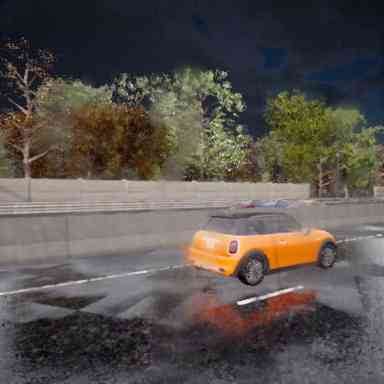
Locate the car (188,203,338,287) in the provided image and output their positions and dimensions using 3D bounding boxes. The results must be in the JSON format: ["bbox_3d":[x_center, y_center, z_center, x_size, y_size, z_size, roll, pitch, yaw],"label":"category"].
[{"bbox_3d":[2.195,1.350,9.614,4.553,1.767,2.097,0,0,-35],"label":"car"}]

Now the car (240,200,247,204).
[{"bbox_3d":[5.957,1.527,33.919,4.674,1.442,1.812,0,0,-35],"label":"car"}]

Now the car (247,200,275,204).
[{"bbox_3d":[7.640,1.526,30.824,4.674,1.442,1.812,0,0,-35],"label":"car"}]

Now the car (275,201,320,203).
[{"bbox_3d":[9.560,1.478,27.895,5.008,1.535,1.882,0,0,-35],"label":"car"}]
